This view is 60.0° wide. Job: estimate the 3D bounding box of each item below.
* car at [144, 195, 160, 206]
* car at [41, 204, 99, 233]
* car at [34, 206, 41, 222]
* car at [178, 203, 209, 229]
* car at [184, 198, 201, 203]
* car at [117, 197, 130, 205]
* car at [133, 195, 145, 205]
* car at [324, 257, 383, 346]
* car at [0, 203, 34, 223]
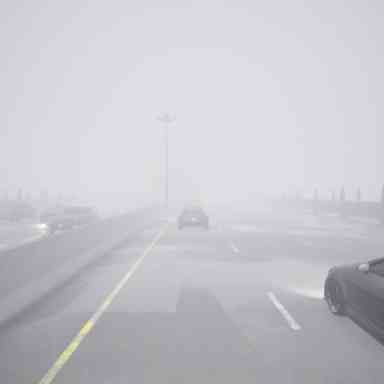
[{"bbox_3d":[-7.066,1.785,61.533,2.128,1.511,4.902,0,0,1],"label":"car"},{"bbox_3d":[-7.109,1.602,20.371,1.837,1.490,4.892,0,0,0],"label":"car"},{"bbox_3d":[-10.610,1.691,26.879,1.994,1.385,4.181,0,0,0],"label":"car"},{"bbox_3d":[0.089,1.671,22.628,1.994,1.385,4.181,0,0,0],"label":"car"},{"bbox_3d":[0.078,1.543,40.394,2.097,1.767,4.553,0,0,0],"label":"car"},{"bbox_3d":[-14.023,1.816,68.160,1.837,1.490,4.892,0,0,0],"label":"car"},{"bbox_3d":[-10.523,1.541,68.064,2.150,2.045,5.566,0,0,0],"label":"car"},{"bbox_3d":[3.598,1.588,4.919,1.994,1.385,4.181,0,0,0],"label":"car"},{"bbox_3d":[-14.110,1.617,26.494,2.128,1.511,4.902,0,0,0],"label":"car"}]
